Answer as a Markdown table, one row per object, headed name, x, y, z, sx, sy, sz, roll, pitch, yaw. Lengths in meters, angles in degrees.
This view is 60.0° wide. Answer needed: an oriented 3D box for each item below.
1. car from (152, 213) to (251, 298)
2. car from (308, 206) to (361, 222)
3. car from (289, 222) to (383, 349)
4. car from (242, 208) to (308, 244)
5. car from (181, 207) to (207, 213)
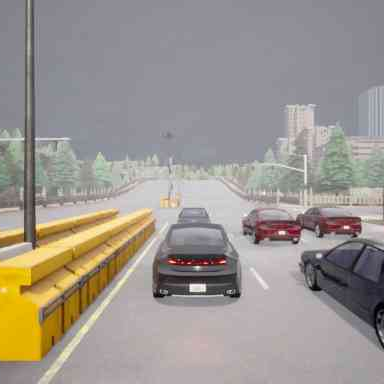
| name | x | y | z | sx | sy | sz | roll | pitch | yaw |
| --- | --- | --- | --- | --- | --- | --- | --- | --- | --- |
| car | 0.099 | 1.505 | 8.501 | 1.837 | 1.490 | 4.892 | 0 | 0 | 0 |
| car | 7.091 | 1.478 | 17.758 | 1.882 | 1.535 | 5.008 | 0 | 0 | 0 |
| car | 3.592 | 1.547 | 5.945 | 2.033 | 1.411 | 5.357 | 0 | 0 | 0 |
| car | 3.593 | 1.478 | 15.770 | 1.882 | 1.535 | 5.008 | 0 | 0 | 0 |
| car | 0.091 | 1.547 | 18.232 | 2.033 | 1.411 | 5.357 | 0 | 0 | 0 |
